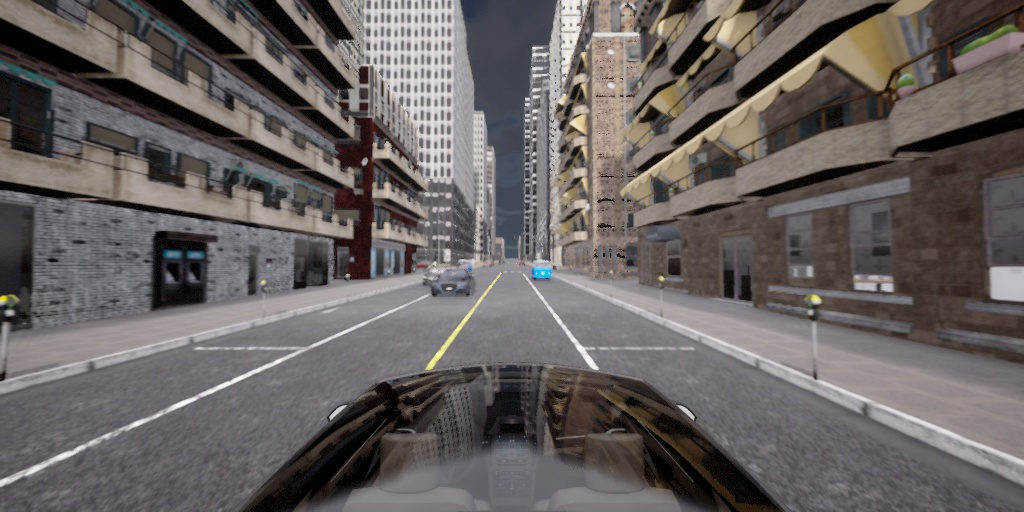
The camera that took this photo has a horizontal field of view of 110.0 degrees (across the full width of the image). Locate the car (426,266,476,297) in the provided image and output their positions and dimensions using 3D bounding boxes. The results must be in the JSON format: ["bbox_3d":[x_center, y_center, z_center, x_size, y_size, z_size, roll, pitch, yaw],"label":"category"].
[{"bbox_3d":[-3.098,1.426,19.653,1.994,1.385,4.181,0,0,0],"label":"car"}]

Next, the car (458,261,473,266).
[{"bbox_3d":[-5.655,1.547,38.617,1.948,1.339,4.313,0,0,0],"label":"car"}]

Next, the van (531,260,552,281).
[{"bbox_3d":[2.693,1.287,33.130,1.690,1.789,3.998,0,0,0],"label":"van"}]

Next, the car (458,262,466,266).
[{"bbox_3d":[-5.655,1.528,33.078,1.802,1.307,4.207,0,0,0],"label":"car"}]

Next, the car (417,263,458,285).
[{"bbox_3d":[-5.656,1.462,27.537,2.007,1.370,4.403,0,0,0],"label":"car"}]
